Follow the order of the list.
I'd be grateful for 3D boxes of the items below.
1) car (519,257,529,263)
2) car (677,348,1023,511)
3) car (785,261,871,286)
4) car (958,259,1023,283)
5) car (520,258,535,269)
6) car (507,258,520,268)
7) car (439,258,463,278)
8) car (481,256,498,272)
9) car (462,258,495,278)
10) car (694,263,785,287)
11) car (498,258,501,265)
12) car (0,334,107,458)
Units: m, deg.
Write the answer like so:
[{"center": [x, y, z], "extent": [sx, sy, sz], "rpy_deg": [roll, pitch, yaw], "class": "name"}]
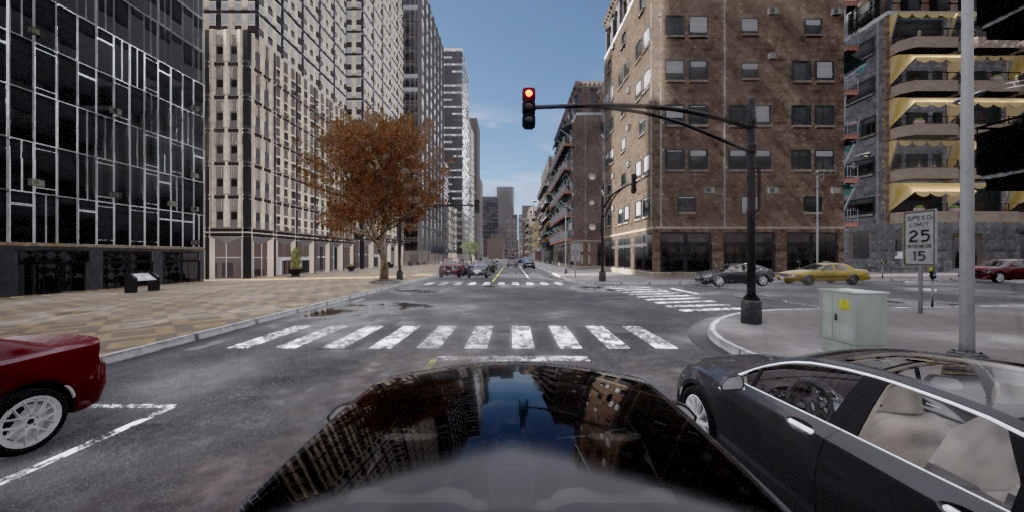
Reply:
[{"center": [2.685, 1.315, 62.503], "extent": [1.751, 1.417, 4.829], "rpy_deg": [0, 0, 0], "class": "car"}, {"center": [2.689, 1.300, 2.332], "extent": [2.007, 1.370, 4.403], "rpy_deg": [0, 0, 0], "class": "car"}, {"center": [18.831, 0.993, 21.804], "extent": [4.829, 1.417, 1.751], "rpy_deg": [0, 0, -1], "class": "car"}, {"center": [30.135, 0.859, 21.919], "extent": [4.507, 1.381, 1.888], "rpy_deg": [0, 0, -1], "class": "car"}, {"center": [2.686, 1.349, 56.810], "extent": [1.948, 1.339, 4.313], "rpy_deg": [0, 0, 0], "class": "car"}, {"center": [0.098, 1.284, 64.100], "extent": [2.128, 1.511, 4.902], "rpy_deg": [0, 0, 0], "class": "car"}, {"center": [-5.694, 1.079, 34.719], "extent": [2.192, 1.841, 5.009], "rpy_deg": [0, 0, 0], "class": "car"}, {"center": [-3.101, 1.123, 43.381], "extent": [2.097, 1.767, 4.553], "rpy_deg": [0, 0, 0], "class": "car"}, {"center": [-3.103, 1.255, 34.209], "extent": [2.128, 1.511, 4.902], "rpy_deg": [0, 0, 0], "class": "car"}, {"center": [13.434, 1.095, 21.749], "extent": [4.403, 1.370, 2.007], "rpy_deg": [0, 0, -1], "class": "car"}, {"center": [-3.097, 1.380, 53.103], "extent": [1.895, 1.301, 4.718], "rpy_deg": [0, 0, 0], "class": "car"}, {"center": [-5.691, 1.295, 2.331], "extent": [1.888, 1.381, 4.507], "rpy_deg": [0, 0, 0], "class": "car"}]
